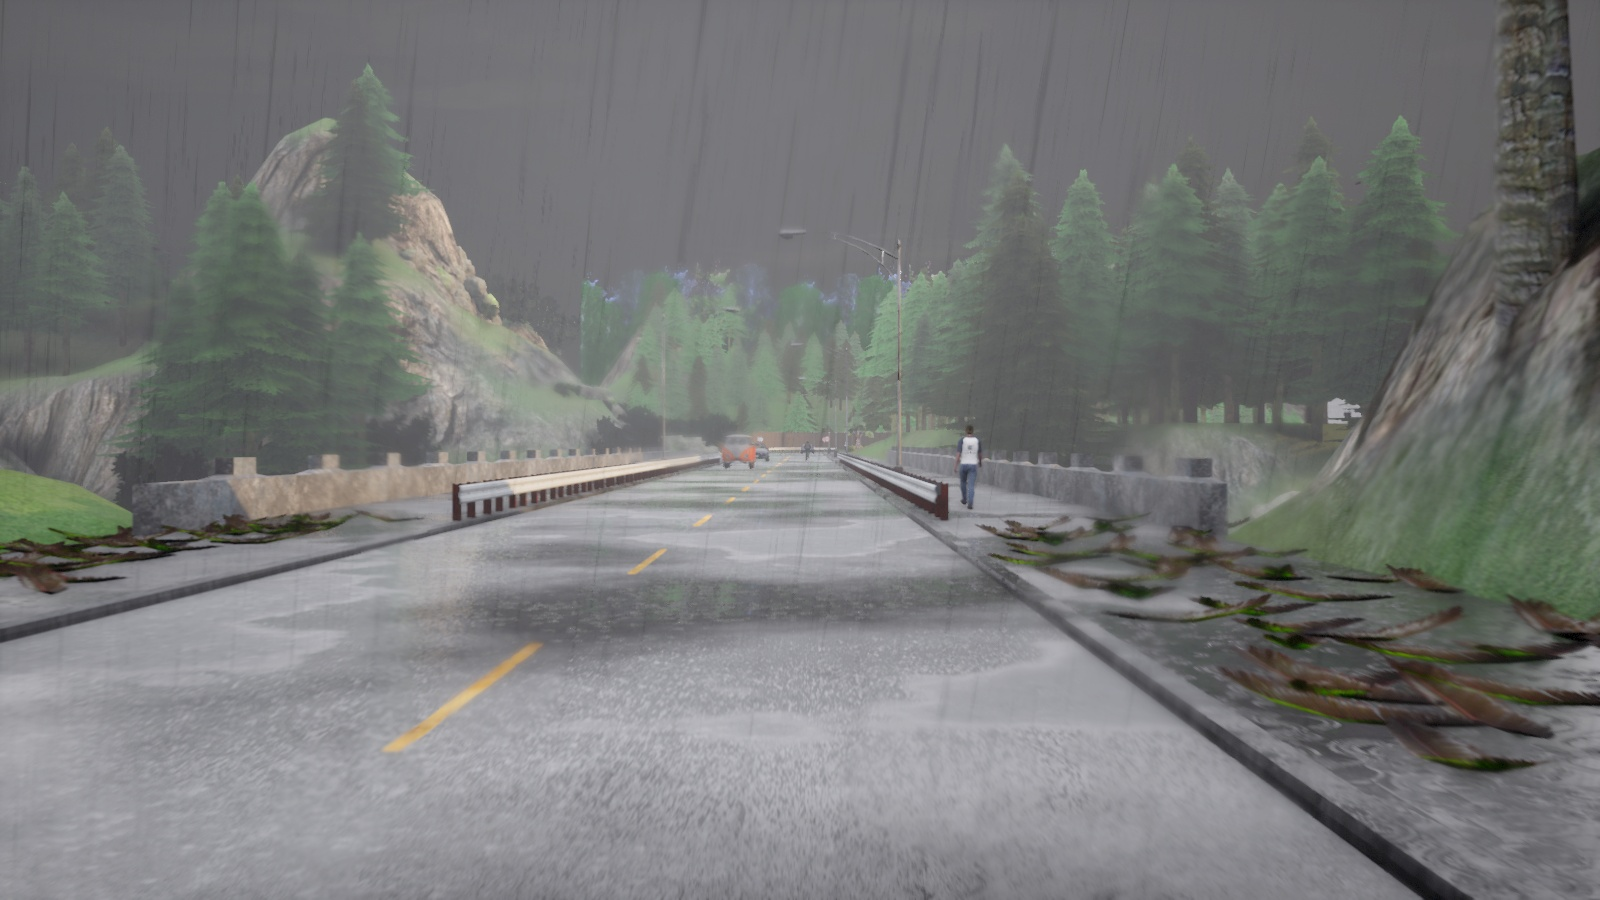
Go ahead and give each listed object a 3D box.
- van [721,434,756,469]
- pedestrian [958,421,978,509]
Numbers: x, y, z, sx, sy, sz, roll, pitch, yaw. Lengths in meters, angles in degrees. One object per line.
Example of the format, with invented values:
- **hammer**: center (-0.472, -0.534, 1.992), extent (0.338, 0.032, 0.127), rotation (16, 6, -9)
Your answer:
- **van**: center (-3.551, 0.085, 72.903), extent (1.775, 1.987, 4.442), rotation (0, 0, 0)
- **pedestrian**: center (3.544, 0.310, 26.482), extent (0.354, 1.836, 0.706), rotation (0, 0, 3)
